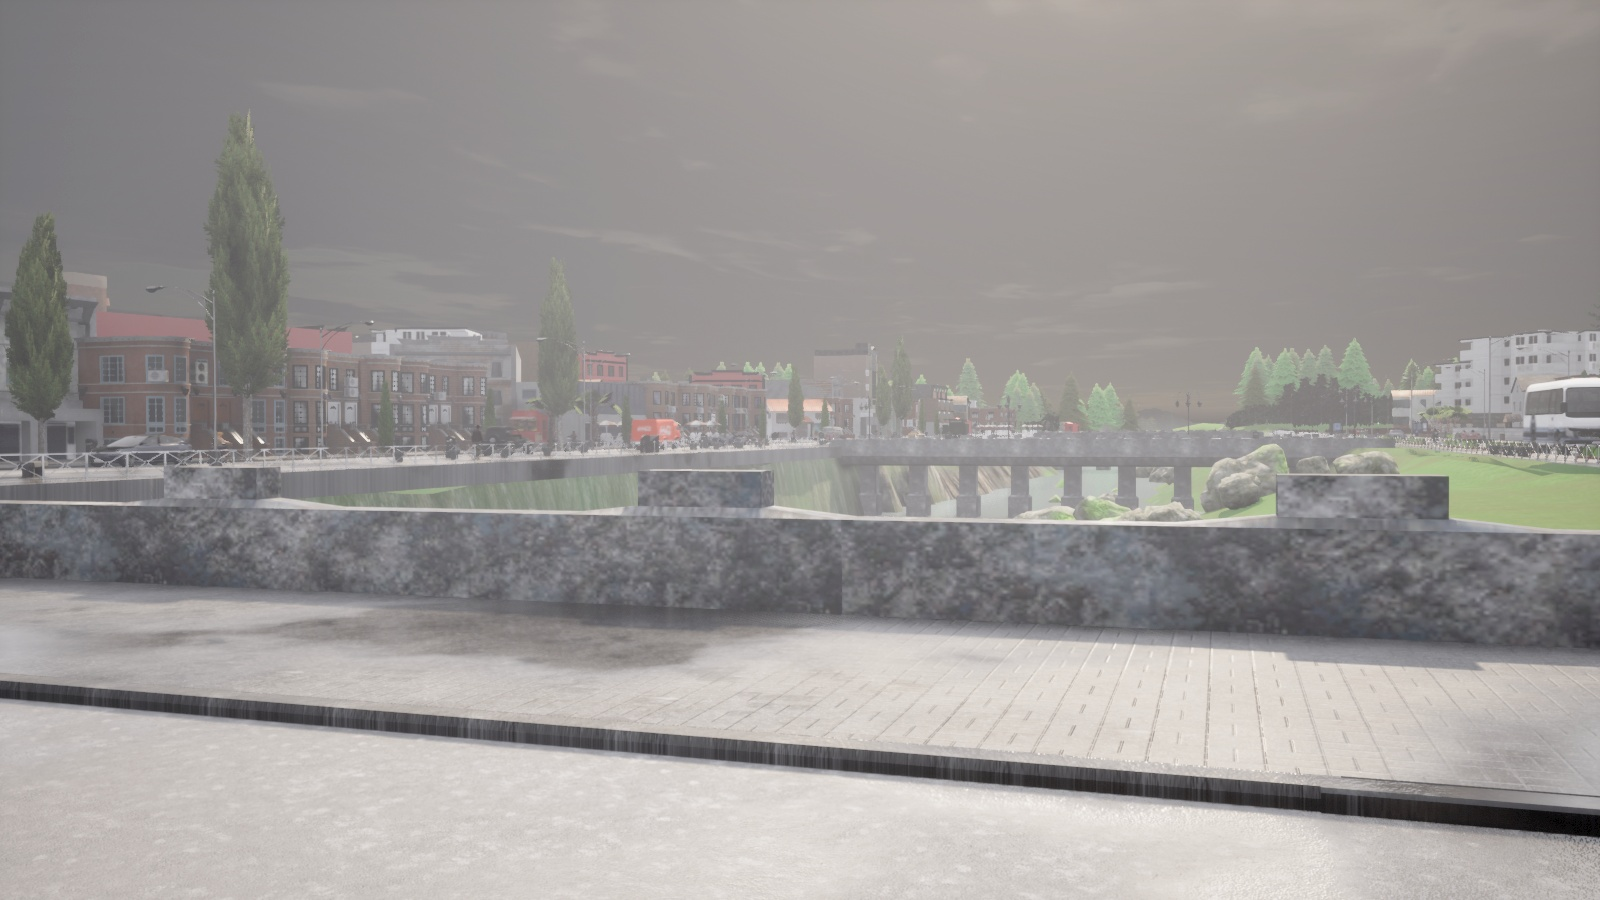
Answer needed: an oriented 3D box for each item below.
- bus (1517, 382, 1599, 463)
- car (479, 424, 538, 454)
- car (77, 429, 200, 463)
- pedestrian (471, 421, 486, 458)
[{"bbox_3d":[43.679,-1.517,70.517,3.944,4.253,10.273,1,1,19],"label":"bus"},{"bbox_3d":[-18.407,-0.714,79.383,1.905,1.878,3.866,1,1,19],"label":"car"},{"bbox_3d":[-30.066,-0.199,57.241,2.163,1.488,4.792,1,1,19],"label":"car"},{"bbox_3d":[-16.219,-0.536,63.331,0.431,1.840,0.703,1,1,21],"label":"pedestrian"}]
